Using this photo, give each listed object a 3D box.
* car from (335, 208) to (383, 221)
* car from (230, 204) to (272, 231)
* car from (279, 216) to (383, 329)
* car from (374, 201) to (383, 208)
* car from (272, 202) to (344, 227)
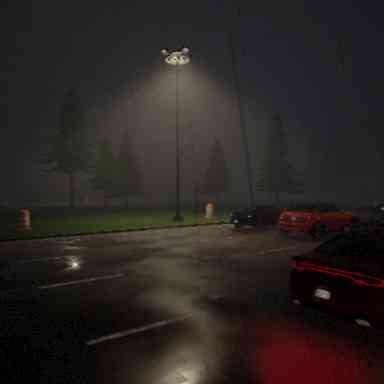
[{"bbox_3d":[8.326,1.526,13.985,4.718,1.301,1.895,0,0,-35],"label":"car"},{"bbox_3d":[4.367,1.449,20.139,4.674,1.442,1.812,0,0,-35],"label":"car"},{"bbox_3d":[4.077,1.442,6.668,5.008,1.535,1.882,0,0,-35],"label":"car"},{"bbox_3d":[18.112,1.401,29.845,4.181,1.385,1.994,0,0,-35],"label":"car"},{"bbox_3d":[6.558,1.275,17.026,4.553,1.767,2.097,0,0,-35],"label":"car"}]
